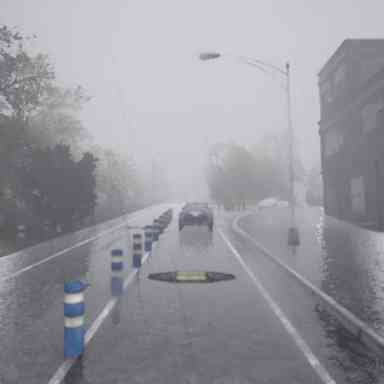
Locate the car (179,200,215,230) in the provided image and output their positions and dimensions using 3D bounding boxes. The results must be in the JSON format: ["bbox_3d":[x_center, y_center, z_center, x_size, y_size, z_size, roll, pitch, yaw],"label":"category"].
[{"bbox_3d":[0.398,1.375,21.770,2.097,1.767,4.553,0,0,5],"label":"car"}]

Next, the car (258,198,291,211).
[{"bbox_3d":[9.464,1.407,37.456,4.674,1.442,1.812,1,-7,-35],"label":"car"}]
